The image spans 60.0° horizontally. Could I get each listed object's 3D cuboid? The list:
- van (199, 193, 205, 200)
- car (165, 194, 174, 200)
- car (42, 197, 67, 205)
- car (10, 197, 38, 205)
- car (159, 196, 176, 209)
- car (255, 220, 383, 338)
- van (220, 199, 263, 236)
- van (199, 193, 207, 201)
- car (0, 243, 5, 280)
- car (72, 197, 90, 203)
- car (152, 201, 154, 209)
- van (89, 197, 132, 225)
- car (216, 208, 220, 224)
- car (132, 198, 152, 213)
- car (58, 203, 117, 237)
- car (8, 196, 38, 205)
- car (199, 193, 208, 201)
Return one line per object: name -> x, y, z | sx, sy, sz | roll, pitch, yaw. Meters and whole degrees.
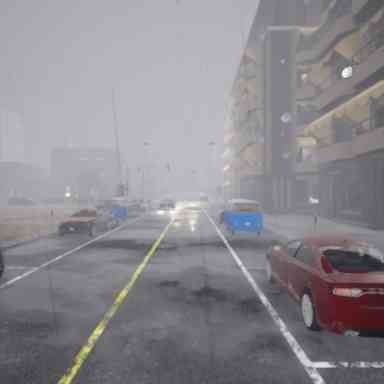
van -> 2.672, 1.076, 89.755 | 1.690, 1.788, 3.998 | 1, 0, 0
car -> -5.710, 1.302, 84.135 | 1.887, 1.381, 4.507 | 1, 0, 0
car -> -25.221, 1.584, 60.873 | 4.313, 1.339, 1.947 | 0, 0, 1
car -> -30.701, 1.625, 60.946 | 4.206, 1.307, 1.802 | 0, 0, 1
car -> -3.031, 1.501, 42.045 | 1.895, 1.301, 4.718 | 0, 0, 0
car -> 2.698, 1.532, 6.652 | 1.887, 1.381, 4.507 | 1, 0, 0
van -> 2.697, 1.303, 17.943 | 1.690, 1.788, 3.998 | 1, 0, 0
van -> 2.675, 1.118, 78.592 | 1.690, 1.788, 3.998 | 1, 0, 0
car -> -5.648, 1.428, 6.616 | 1.967, 1.590, 4.097 | 1, 0, 0
car -> -19.740, 1.543, 60.800 | 4.403, 1.369, 2.008 | 0, 0, 1
car -> -5.661, 1.449, 40.491 | 1.887, 1.381, 4.507 | 1, 0, 0
van -> -5.652, 1.290, 23.553 | 1.690, 1.788, 3.998 | 1, 0, 0
car -> 2.692, 1.514, 23.589 | 1.947, 1.339, 4.313 | 1, 0, 0
car -> -5.658, 1.359, 34.845 | 1.967, 1.590, 4.097 | 1, 0, 0
car -> -5.653, 1.507, 17.907 | 1.887, 1.381, 4.507 | 1, 0, 0
car -> -26.396, 1.362, 52.250 | 4.097, 1.590, 1.967 | 0, 0, 1
car -> 2.675, 1.348, 73.013 | 2.008, 1.369, 4.403 | 1, 0, 0
